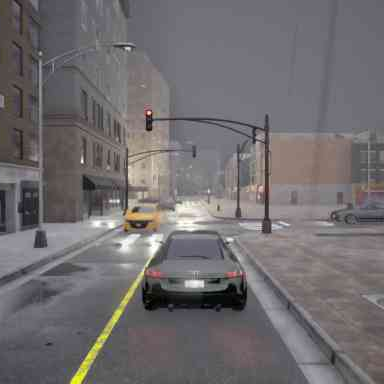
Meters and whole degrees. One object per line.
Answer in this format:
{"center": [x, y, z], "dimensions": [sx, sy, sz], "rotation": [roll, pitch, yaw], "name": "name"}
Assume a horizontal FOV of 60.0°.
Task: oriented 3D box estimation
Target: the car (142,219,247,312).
{"center": [0.057, 1.564, 7.781], "dimensions": [1.994, 1.385, 4.181], "rotation": [0, 0, 0], "name": "car"}

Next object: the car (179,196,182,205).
{"center": [-2.711, 1.537, 59.418], "dimensions": [1.837, 1.490, 4.892], "rotation": [0, 0, 0], "name": "car"}

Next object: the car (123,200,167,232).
{"center": [-2.835, 1.480, 20.127], "dimensions": [1.882, 1.535, 5.008], "rotation": [0, 0, 0], "name": "car"}

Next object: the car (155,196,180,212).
{"center": [-2.820, 1.559, 38.748], "dimensions": [2.033, 1.411, 5.357], "rotation": [0, 0, 0], "name": "car"}

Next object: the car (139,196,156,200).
{"center": [-8.935, 1.596, 69.961], "dimensions": [4.674, 1.442, 1.812], "rotation": [0, 0, 9], "name": "car"}

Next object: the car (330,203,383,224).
{"center": [12.069, 1.515, 23.583], "dimensions": [4.181, 1.385, 1.994], "rotation": [0, 0, 0], "name": "car"}
